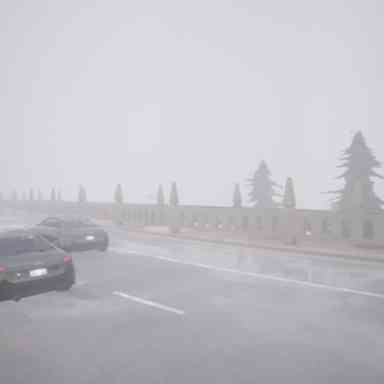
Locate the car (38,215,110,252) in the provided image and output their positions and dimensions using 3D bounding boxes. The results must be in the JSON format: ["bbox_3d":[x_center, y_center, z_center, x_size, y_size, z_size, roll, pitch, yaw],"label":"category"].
[{"bbox_3d":[-5.074,1.607,13.209,4.181,1.385,1.994,0,0,44],"label":"car"}]

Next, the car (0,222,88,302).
[{"bbox_3d":[-4.596,1.588,8.012,4.181,1.385,1.994,0,0,41],"label":"car"}]
